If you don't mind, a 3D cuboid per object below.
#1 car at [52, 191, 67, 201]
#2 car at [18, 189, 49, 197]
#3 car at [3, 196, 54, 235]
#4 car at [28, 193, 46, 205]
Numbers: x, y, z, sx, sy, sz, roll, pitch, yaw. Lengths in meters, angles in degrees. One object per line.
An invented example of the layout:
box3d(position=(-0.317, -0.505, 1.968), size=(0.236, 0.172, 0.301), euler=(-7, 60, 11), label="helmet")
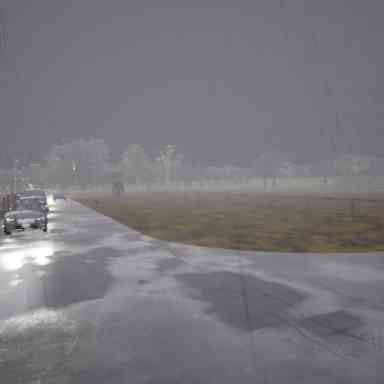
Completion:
box3d(position=(-19.901, 0.599, 50.033), size=(2.033, 1.411, 5.357), euler=(-3, 2, -24), label="car")
box3d(position=(-13.982, 0.739, 29.420), size=(2.150, 2.045, 5.566), euler=(-3, 2, -24), label="car")
box3d(position=(-8.543, 1.212, 17.293), size=(2.128, 1.511, 4.902), euler=(-3, 2, -25), label="car")
box3d(position=(-19.756, 0.849, 42.532), size=(1.994, 1.385, 4.181), euler=(-3, 2, -23), label="car")
